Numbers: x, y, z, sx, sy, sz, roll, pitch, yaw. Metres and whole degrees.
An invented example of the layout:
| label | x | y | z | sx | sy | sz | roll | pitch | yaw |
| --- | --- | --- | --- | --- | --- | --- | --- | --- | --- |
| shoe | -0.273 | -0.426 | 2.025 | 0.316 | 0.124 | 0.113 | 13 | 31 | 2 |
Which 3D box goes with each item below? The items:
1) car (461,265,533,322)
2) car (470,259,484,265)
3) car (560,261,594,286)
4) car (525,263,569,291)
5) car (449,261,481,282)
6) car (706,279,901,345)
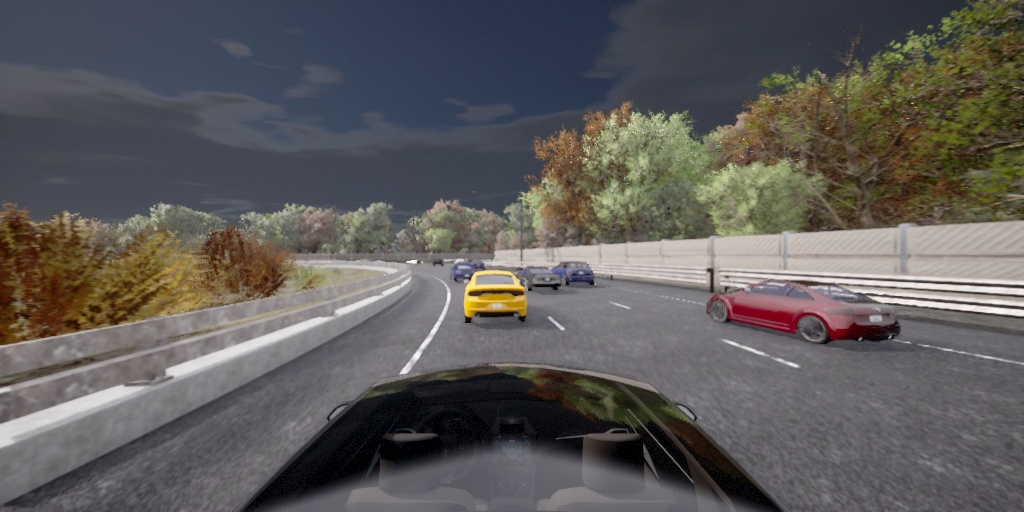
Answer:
| label | x | y | z | sx | sy | sz | roll | pitch | yaw |
| --- | --- | --- | --- | --- | --- | --- | --- | --- | --- |
| car | -0.673 | 1.257 | 12.585 | 1.882 | 1.535 | 5.008 | 0 | 0 | -6 |
| car | -5.660 | 1.249 | 52.978 | 2.097 | 1.767 | 4.553 | 0 | 0 | -24 |
| car | 4.137 | 1.145 | 25.853 | 2.097 | 1.767 | 4.553 | 0 | 0 | -12 |
| car | 1.438 | 1.342 | 22.199 | 2.033 | 1.411 | 5.357 | 0 | 0 | -12 |
| car | -4.140 | 1.362 | 30.093 | 1.812 | 1.442 | 4.674 | 0 | 0 | -16 |
| car | 7.346 | 1.306 | 9.613 | 1.994 | 1.385 | 4.181 | 0 | 0 | -12 |
